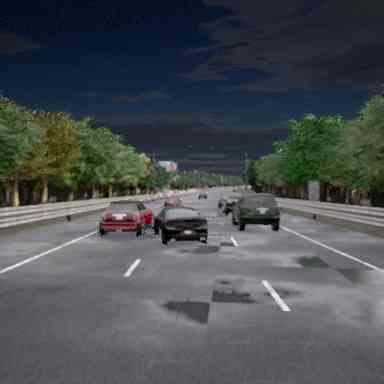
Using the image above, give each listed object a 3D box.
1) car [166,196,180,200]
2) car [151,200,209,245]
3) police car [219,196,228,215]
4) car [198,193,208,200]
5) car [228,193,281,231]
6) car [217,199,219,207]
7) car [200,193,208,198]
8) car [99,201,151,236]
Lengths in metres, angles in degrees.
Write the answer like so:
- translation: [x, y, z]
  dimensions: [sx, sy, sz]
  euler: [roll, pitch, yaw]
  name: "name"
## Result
- translation: [-2.590, 1.269, 45.381]
  dimensions: [1.994, 1.385, 4.181]
  euler: [0, 0, 2]
  name: "car"
- translation: [-0.604, 1.377, 15.221]
  dimensions: [1.882, 1.535, 5.008]
  euler: [-1, 1, -11]
  name: "car"
- translation: [3.870, 1.230, 30.692]
  dimensions: [1.930, 1.638, 5.238]
  euler: [0, 0, 1]
  name: "police car"
- translation: [2.520, 0.995, 78.936]
  dimensions: [1.837, 1.490, 4.892]
  euler: [0, 0, 4]
  name: "car"
- translation: [3.649, 1.096, 19.687]
  dimensions: [2.150, 2.045, 5.566]
  euler: [0, 0, 1]
  name: "car"
- translation: [4.185, 1.228, 41.502]
  dimensions: [2.128, 1.511, 4.902]
  euler: [0, 0, 2]
  name: "car"
- translation: [3.249, 0.967, 89.531]
  dimensions: [2.033, 1.411, 5.357]
  euler: [0, 0, 4]
  name: "car"
- translation: [-3.352, 1.240, 17.863]
  dimensions: [2.097, 1.767, 4.553]
  euler: [0, 1, 2]
  name: "car"
